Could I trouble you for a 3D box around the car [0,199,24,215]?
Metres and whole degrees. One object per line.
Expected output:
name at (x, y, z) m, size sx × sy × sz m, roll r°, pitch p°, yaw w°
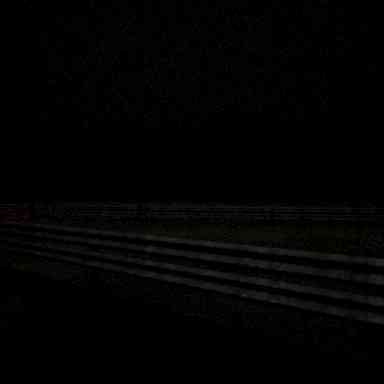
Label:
car at (-20.497, 1.502, 35.834) m, size 4.553 × 1.767 × 2.097 m, roll 0°, pitch 0°, yaw 18°
